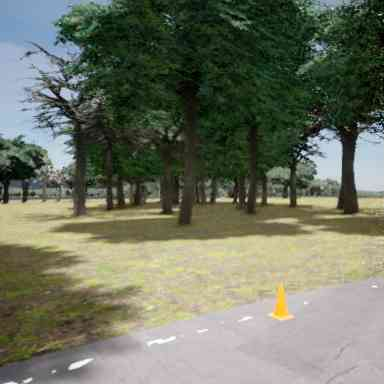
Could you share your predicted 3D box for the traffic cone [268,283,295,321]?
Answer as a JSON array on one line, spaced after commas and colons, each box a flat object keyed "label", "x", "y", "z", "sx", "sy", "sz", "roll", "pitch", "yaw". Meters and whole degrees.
[{"label": "traffic cone", "x": 1.611, "y": 1.944, "z": 5.995, "sx": 0.340, "sy": 0.580, "sz": 0.340, "roll": 0, "pitch": 0, "yaw": -32}]
